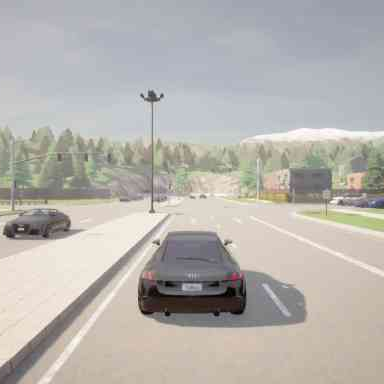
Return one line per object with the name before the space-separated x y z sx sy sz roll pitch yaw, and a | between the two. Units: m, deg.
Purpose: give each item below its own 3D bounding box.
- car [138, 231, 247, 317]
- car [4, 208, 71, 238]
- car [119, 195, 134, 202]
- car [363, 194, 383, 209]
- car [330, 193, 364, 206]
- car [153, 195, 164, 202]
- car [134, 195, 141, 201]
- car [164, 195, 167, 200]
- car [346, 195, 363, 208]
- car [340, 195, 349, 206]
car | 0.003 1.563 7.579 1.994 1.385 4.181 0 0 0
car | -8.013 1.564 17.625 1.994 1.385 4.181 0 0 1
car | -14.964 1.540 74.580 2.033 1.411 5.357 0 0 0
car | 25.804 1.219 43.031 5.566 2.045 2.150 0 0 -1
car | 25.294 1.222 53.525 5.566 2.045 2.150 0 0 0
car | -7.964 1.524 74.216 1.812 1.442 4.674 0 0 0
car | -14.958 1.500 84.961 1.837 1.490 4.892 0 0 0
car | -7.959 1.524 83.826 1.812 1.442 4.674 0 0 0
car | 25.078 1.547 46.527 5.357 1.411 2.033 0 0 0
car | 25.789 1.547 50.030 5.357 1.411 2.033 0 0 -1
